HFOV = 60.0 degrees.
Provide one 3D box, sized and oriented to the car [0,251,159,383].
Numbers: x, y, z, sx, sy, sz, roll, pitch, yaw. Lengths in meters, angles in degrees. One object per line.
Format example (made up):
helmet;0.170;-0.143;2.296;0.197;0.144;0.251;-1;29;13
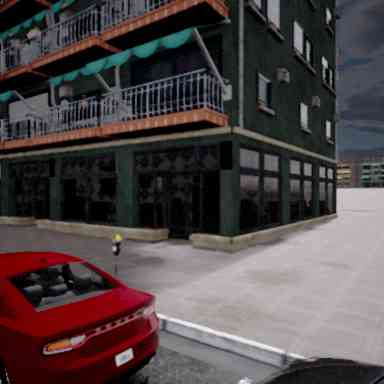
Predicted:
car;-2.500;1.516;4.655;4.507;1.381;1.887;0;0;35

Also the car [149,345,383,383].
car;2.092;1.572;1.387;4.313;1.339;1.947;0;0;35
